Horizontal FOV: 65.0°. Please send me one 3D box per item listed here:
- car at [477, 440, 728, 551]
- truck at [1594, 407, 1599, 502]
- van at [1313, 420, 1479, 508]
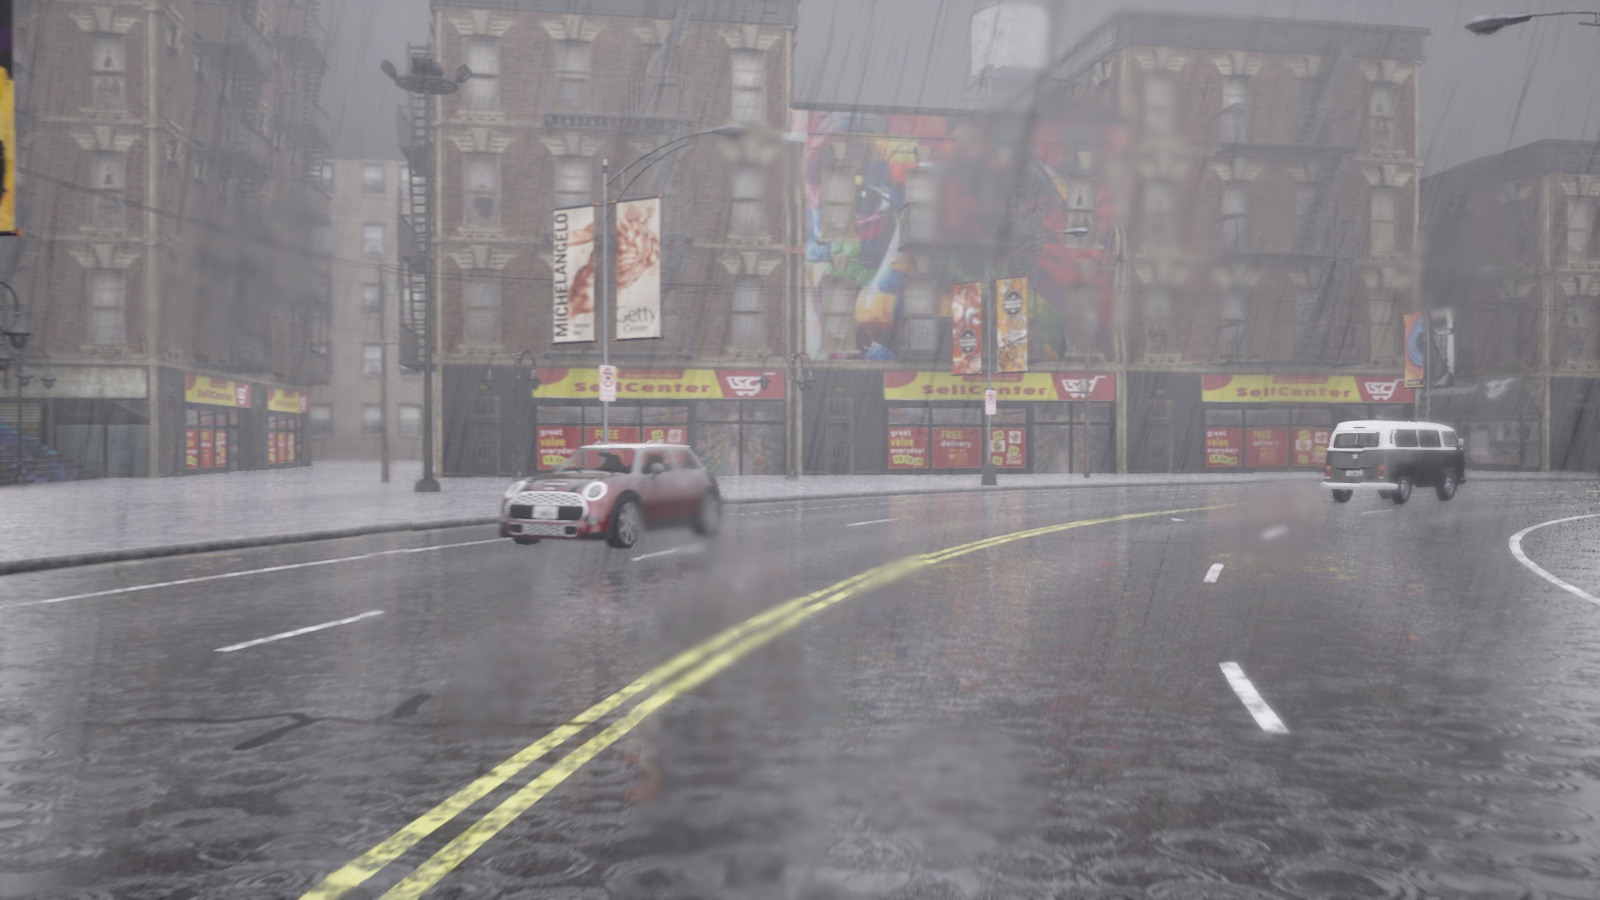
[{"bbox_3d":[-2.830,0.600,18.863,1.970,1.475,3.806,0,0,24],"label":"car"},{"bbox_3d":[23.507,0.118,32.533,5.204,2.467,2.627,0,0,-26],"label":"truck"},{"bbox_3d":[14.960,0.319,31.438,4.480,2.038,2.069,0,0,-40],"label":"van"}]
